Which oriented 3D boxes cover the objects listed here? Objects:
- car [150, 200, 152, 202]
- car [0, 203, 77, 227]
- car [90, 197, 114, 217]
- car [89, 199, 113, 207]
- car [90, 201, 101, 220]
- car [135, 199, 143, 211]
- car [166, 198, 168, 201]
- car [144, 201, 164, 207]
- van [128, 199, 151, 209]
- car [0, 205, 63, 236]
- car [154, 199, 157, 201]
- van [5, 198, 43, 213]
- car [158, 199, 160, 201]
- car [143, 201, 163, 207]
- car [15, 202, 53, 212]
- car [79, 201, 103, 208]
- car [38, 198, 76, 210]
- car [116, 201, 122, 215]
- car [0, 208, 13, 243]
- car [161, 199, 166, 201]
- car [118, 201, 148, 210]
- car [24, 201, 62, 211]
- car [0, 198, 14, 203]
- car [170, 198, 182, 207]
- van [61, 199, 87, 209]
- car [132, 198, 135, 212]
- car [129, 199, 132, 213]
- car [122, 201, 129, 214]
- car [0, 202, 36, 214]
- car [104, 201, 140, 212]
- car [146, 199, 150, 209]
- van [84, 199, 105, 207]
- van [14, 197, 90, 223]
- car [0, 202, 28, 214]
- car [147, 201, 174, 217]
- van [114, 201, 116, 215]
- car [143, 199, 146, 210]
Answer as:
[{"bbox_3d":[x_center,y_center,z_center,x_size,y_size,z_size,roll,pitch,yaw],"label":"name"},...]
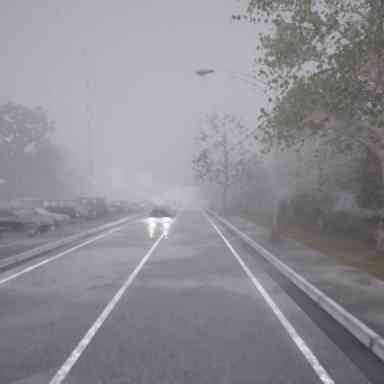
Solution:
[{"bbox_3d":[-10.247,2.453,60.478,4.792,1.488,2.163,0,-1,0],"label":"car"},{"bbox_3d":[-10.313,1.672,21.640,4.674,1.452,2.002,0,0,0],"label":"car"},{"bbox_3d":[-10.332,1.457,29.955,5.566,2.045,2.435,0,-1,0],"label":"car"},{"bbox_3d":[-23.363,2.844,85.496,5.566,2.045,2.435,0,-2,0],"label":"car"},{"bbox_3d":[-10.335,1.702,27.198,4.792,1.488,2.163,0,-1,0],"label":"car"},{"bbox_3d":[-10.103,2.095,46.601,5.366,1.575,1.946,0,-1,0],"label":"car"},{"bbox_3d":[-10.276,3.111,93.777,5.566,2.045,2.435,0,-2,0],"label":"car"},{"bbox_3d":[-10.435,3.270,90.994,5.366,1.575,1.946,0,-2,0],"label":"car"},{"bbox_3d":[-10.388,2.328,66.035,4.442,1.987,1.878,0,-1,0],"label":"van"},{"bbox_3d":[-10.283,1.641,18.863,4.792,1.488,2.163,0,0,0],"label":"car"},{"bbox_3d":[-10.299,2.649,68.805,4.792,1.488,2.163,0,-1,0],"label":"car"},{"bbox_3d":[-23.485,1.872,46.607,4.442,1.987,1.878,0,-1,0],"label":"van"},{"bbox_3d":[-10.258,2.759,74.356,4.892,1.521,2.231,0,-2,0],"label":"car"},{"bbox_3d":[-10.258,3.185,88.219,4.892,1.521,2.231,0,-2,0],"label":"car"},{"bbox_3d":[-23.369,2.203,49.371,4.674,1.452,2.002,0,-1,0],"label":"car"},{"bbox_3d":[-23.371,2.862,77.056,4.792,1.488,2.163,0,-2,0],"label":"car"},{"bbox_3d":[-23.331,2.109,57.812,5.566,2.045,2.435,0,-1,0],"label":"car"},{"bbox_3d":[-10.301,1.878,35.499,4.674,1.452,2.002,0,-1,0],"label":"car"},{"bbox_3d":[-10.324,1.570,13.312,5.008,1.535,2.097,0,0,0],"label":"car"},{"bbox_3d":[-10.069,3.091,85.444,5.366,1.575,1.946,0,-2,0],"label":"car"},{"bbox_3d":[-10.250,2.388,57.702,4.792,1.488,2.163,0,-1,0],"label":"car"},{"bbox_3d":[-23.358,2.230,52.266,5.008,1.535,2.097,0,-1,0],"label":"car"},{"bbox_3d":[-23.348,1.652,38.300,5.566,2.045,2.435,0,-1,0],"label":"car"},{"bbox_3d":[-3.319,2.652,77.439,2.128,1.511,4.902,0,-1,0],"label":"car"},{"bbox_3d":[-23.468,2.329,66.119,4.442,1.987,1.878,0,-1,0],"label":"van"},{"bbox_3d":[-10.260,1.908,43.829,4.553,1.767,2.185,0,-1,0],"label":"car"},{"bbox_3d":[-10.262,1.843,41.054,4.553,1.767,2.185,0,-1,0],"label":"car"},{"bbox_3d":[-10.291,1.903,38.275,5.008,1.535,2.097,0,-1,0],"label":"car"},{"bbox_3d":[-23.369,2.076,43.958,4.674,1.452,2.002,0,-1,0],"label":"car"},{"bbox_3d":[-10.280,2.164,49.377,4.892,1.521,2.231,0,-1,0],"label":"car"},{"bbox_3d":[-10.096,2.291,54.927,5.366,1.575,1.946,0,-1,0],"label":"car"},{"bbox_3d":[-23.456,2.690,79.834,4.442,1.987,1.878,0,-2,0],"label":"van"},{"bbox_3d":[-10.192,1.426,24.418,4.442,1.987,1.878,0,0,0],"label":"van"},{"bbox_3d":[-23.368,1.971,41.188,5.008,1.535,2.097,0,-1,0],"label":"car"},{"bbox_3d":[-3.341,1.984,35.979,1.895,1.301,4.718,0,-1,0],"label":"car"},{"bbox_3d":[-10.184,1.547,32.729,4.442,1.987,1.878,0,-1,0],"label":"van"},{"bbox_3d":[-10.290,2.230,52.152,4.892,1.521,2.231,0,-1,0],"label":"car"}]
